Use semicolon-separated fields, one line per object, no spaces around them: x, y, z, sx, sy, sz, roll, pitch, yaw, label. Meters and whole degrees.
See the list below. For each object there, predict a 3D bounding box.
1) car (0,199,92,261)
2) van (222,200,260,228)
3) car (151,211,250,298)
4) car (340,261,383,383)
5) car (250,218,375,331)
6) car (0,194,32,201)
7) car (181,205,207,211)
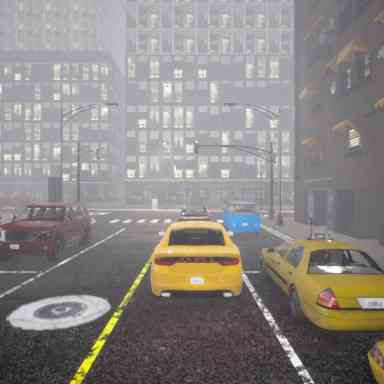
-5.298;1.318;12.457;2.192;1.841;5.009;0;0;0;car
2.588;1.346;18.088;1.690;1.788;3.998;0;0;0;van
0.108;1.479;8.588;1.882;1.535;5.008;0;0;0;car
2.570;1.526;1.337;1.752;1.417;4.829;0;0;0;car
2.576;1.527;6.977;1.752;1.417;4.829;0;0;0;car
-20.833;1.112;38.090;5.009;1.841;2.192;1;-1;0;car
0.125;1.497;19.059;2.128;1.511;4.902;0;0;0;car
